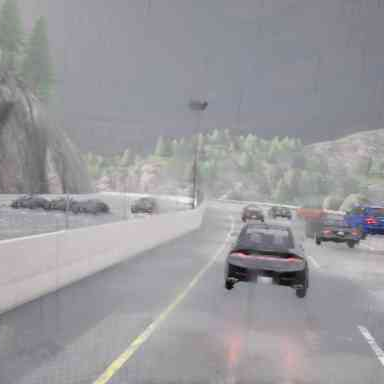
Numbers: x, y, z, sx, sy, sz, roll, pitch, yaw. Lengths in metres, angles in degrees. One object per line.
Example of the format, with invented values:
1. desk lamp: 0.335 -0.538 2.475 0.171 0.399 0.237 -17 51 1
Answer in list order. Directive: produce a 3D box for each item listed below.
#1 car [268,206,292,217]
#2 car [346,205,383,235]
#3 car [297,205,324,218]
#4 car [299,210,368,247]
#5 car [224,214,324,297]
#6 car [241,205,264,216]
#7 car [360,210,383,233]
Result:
1. car: 9.567 2.213 36.462 2.033 1.411 5.357 3 0 4
2. car: 11.448 1.898 21.501 2.150 2.045 5.566 3 0 9
3. car: 13.046 2.186 36.549 2.097 1.767 4.553 3 0 4
4. car: 7.356 2.004 17.961 2.033 1.411 5.357 3 0 10
5. car: 2.052 1.642 9.205 2.128 1.511 4.902 3 0 13
6. car: 5.558 1.965 30.691 1.812 1.442 4.674 3 0 6
7. car: 15.700 2.390 27.184 1.882 1.535 5.008 3 0 7
